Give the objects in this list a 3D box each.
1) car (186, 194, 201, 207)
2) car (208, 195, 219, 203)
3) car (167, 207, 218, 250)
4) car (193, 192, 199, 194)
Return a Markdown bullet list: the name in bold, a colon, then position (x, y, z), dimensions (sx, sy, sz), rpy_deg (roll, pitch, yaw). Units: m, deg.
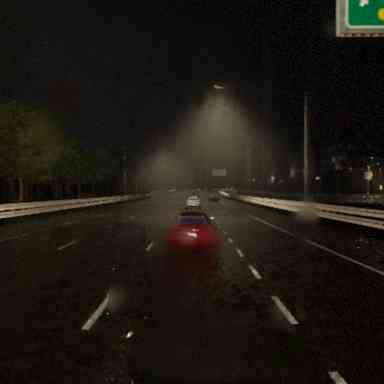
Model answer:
- **car**: position (0.209, 1.389, 44.271), dimensions (1.812, 1.442, 4.674), rpy_deg (0, 0, 1)
- **car**: position (4.016, 1.220, 62.538), dimensions (2.128, 1.511, 4.902), rpy_deg (0, 0, 1)
- **car**: position (0.022, 1.554, 14.287), dimensions (1.994, 1.385, 4.181), rpy_deg (0, 0, 0)
- **car**: position (0.418, 1.273, 62.794), dimensions (2.033, 1.411, 5.357), rpy_deg (0, 0, 1)
